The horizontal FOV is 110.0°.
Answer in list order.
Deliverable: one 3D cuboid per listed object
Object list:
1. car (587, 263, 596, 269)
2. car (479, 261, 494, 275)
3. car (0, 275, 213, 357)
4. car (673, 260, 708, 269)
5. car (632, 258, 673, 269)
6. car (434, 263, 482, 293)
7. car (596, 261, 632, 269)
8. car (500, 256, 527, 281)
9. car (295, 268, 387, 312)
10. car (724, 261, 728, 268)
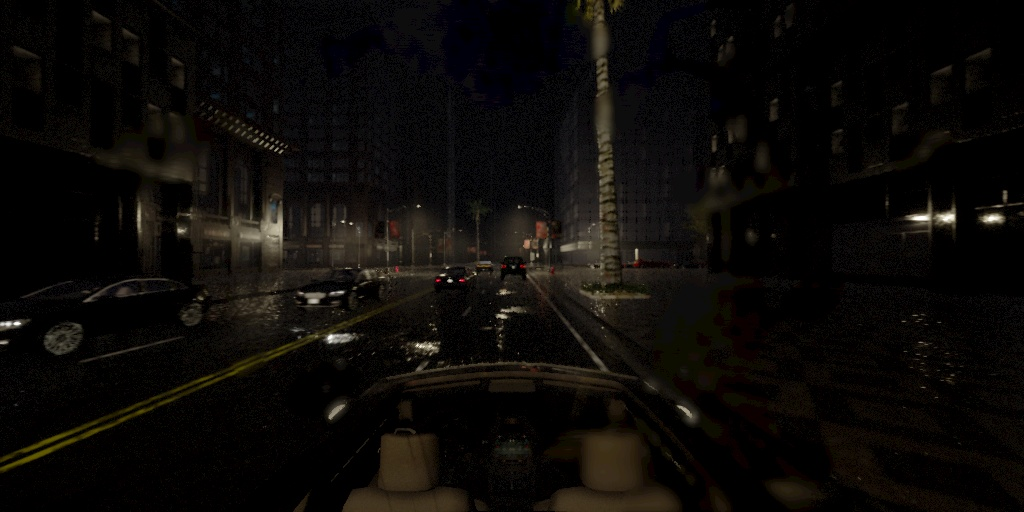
[{"bbox_3d":[15.210,1.544,62.531,4.313,1.339,1.948,0,0,-1],"label":"car"},{"bbox_3d":[-3.137,1.353,42.012,2.128,1.511,4.902,0,-1,0],"label":"car"},{"bbox_3d":[-9.848,1.241,8.630,2.128,1.511,4.902,0,0,0],"label":"car"},{"bbox_3d":[26.613,1.383,54.178,4.313,1.339,1.948,0,0,-1],"label":"car"},{"bbox_3d":[20.976,1.148,54.093,5.009,1.841,2.192,0,0,-1],"label":"car"},{"bbox_3d":[-3.144,1.312,20.714,2.033,1.411,5.357,0,0,0],"label":"car"},{"bbox_3d":[15.337,1.435,54.008,4.207,1.307,1.802,0,0,-1],"label":"car"},{"bbox_3d":[0.112,1.024,31.291,2.150,2.045,5.566,0,0,0],"label":"car"},{"bbox_3d":[-6.595,1.247,14.379,2.128,1.511,4.902,0,0,0],"label":"car"},{"bbox_3d":[32.250,1.367,54.263,4.313,1.339,1.948,0,0,-1],"label":"car"}]
